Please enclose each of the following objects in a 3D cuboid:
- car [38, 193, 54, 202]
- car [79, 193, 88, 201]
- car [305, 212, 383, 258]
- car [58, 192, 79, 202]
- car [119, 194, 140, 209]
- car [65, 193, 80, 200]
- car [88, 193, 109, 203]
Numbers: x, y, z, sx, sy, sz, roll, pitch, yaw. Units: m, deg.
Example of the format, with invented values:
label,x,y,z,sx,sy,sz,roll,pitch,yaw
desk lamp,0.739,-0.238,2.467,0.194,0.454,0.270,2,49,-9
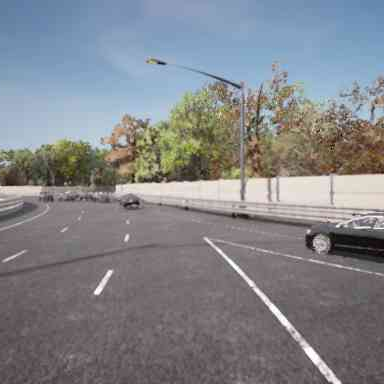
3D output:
label,x,y,z,sx,sy,sz,roll,pitch,yaw
car,-26.216,1.017,59.746,1.837,1.490,4.892,-1,1,-37
car,-20.141,0.959,63.377,1.837,1.490,4.892,-1,1,-37
car,5.925,1.390,10.466,2.128,1.511,4.902,-1,1,-35
car,-23.352,1.040,61.759,2.033,1.411,5.357,-1,1,-37
car,-7.471,0.979,39.049,1.994,1.385,4.181,-16,4,-17
car,-26.292,0.912,72.999,2.128,1.511,4.902,-1,1,-32
car,-15.291,1.011,55.450,2.128,1.511,4.902,0,1,-29
